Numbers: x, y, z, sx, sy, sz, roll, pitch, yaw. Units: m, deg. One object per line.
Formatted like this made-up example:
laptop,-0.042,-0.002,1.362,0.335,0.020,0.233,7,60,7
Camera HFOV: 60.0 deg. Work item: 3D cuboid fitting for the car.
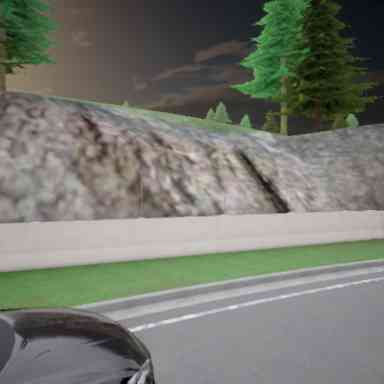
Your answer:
car,-2.521,1.464,1.959,4.902,1.511,2.128,0,0,-37
